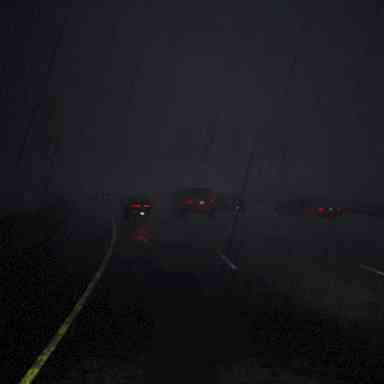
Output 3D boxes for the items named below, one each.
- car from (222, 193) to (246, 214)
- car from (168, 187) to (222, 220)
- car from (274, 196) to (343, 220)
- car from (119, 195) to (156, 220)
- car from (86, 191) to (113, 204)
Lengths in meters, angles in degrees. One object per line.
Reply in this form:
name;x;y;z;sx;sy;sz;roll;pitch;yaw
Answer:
car;2.457;0.843;25.738;2.128;1.511;4.902;-1;1;-18
car;-0.132;0.659;22.512;2.150;2.045;5.566;0;2;-16
car;7.388;0.990;21.742;2.033;1.411;5.357;0;1;-15
car;-3.623;0.962;21.917;1.837;1.490;4.892;0;1;-17
car;-10.681;0.612;38.263;2.033;1.411;5.357;-1;2;-30
